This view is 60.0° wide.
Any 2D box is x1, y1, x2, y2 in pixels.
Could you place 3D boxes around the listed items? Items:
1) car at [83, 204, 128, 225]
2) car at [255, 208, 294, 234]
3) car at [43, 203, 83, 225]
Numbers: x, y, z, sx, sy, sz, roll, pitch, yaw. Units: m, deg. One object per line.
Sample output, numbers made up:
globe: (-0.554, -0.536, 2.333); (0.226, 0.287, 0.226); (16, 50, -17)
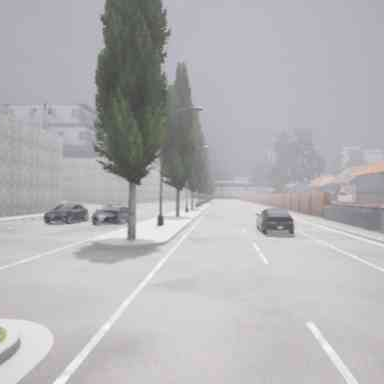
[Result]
car: (-6.080, 1.666, 25.480); (2.128, 1.511, 4.902); (1, -1, 5)
car: (5.270, 1.809, 21.402); (1.837, 1.490, 4.892); (1, -1, 5)
car: (-9.575, 1.629, 25.698); (1.837, 1.490, 4.892); (1, -1, 5)
